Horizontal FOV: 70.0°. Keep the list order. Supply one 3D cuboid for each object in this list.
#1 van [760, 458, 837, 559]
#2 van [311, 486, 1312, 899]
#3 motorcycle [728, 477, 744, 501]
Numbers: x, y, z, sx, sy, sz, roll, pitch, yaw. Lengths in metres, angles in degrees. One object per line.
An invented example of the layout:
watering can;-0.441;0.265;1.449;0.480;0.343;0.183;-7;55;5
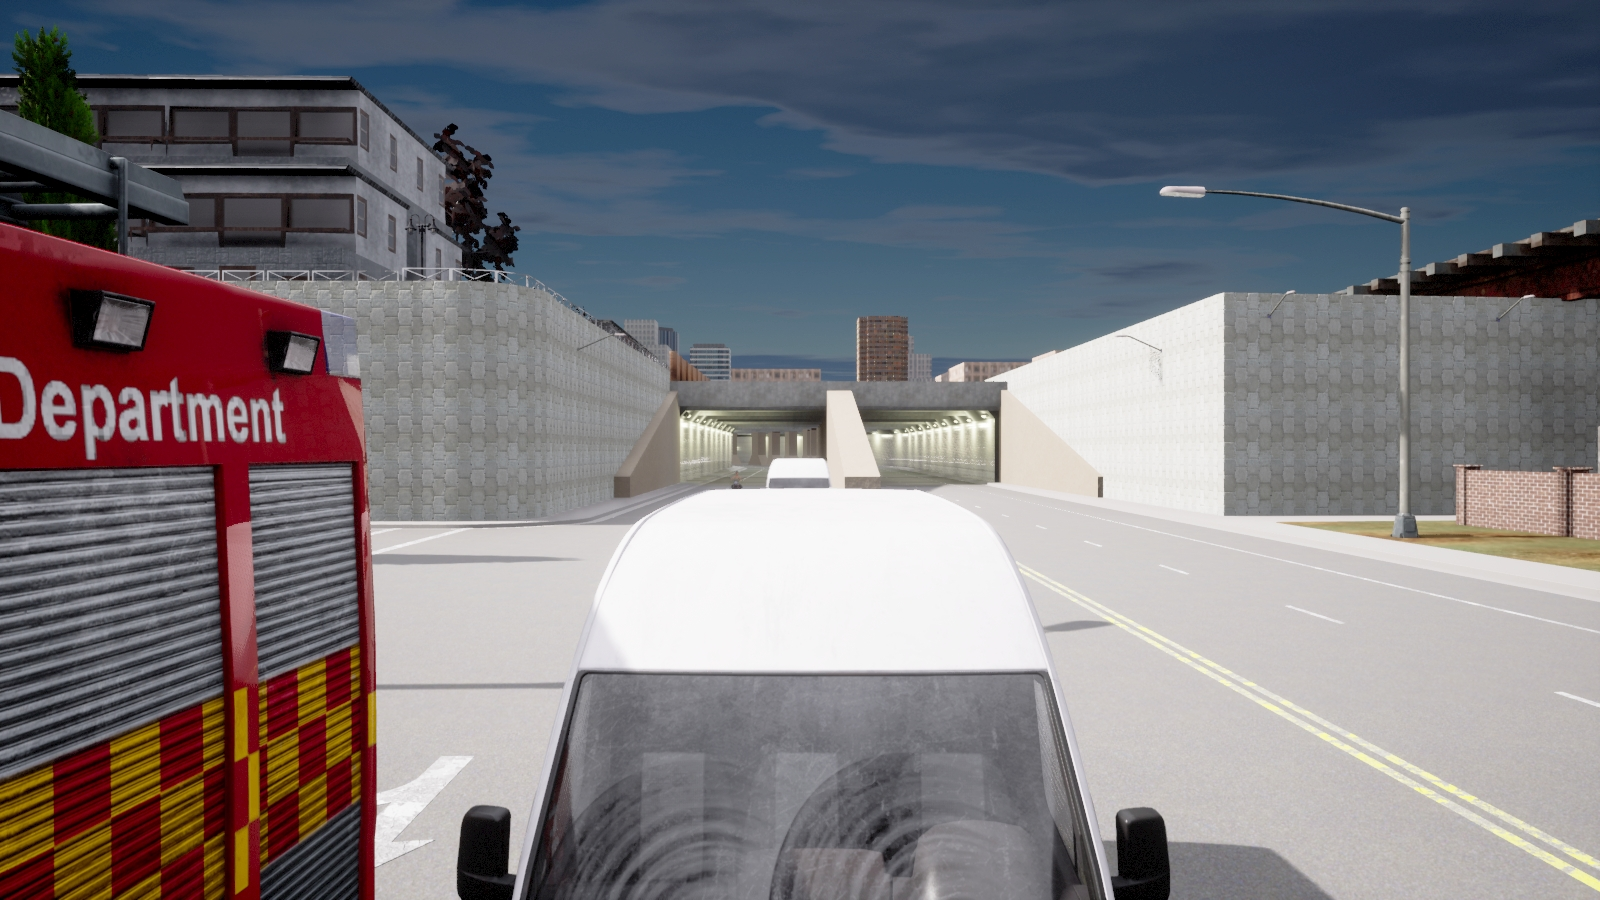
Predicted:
van;-0.032;1.534;32.334;1.988;2.561;5.915;0;0;0
van;0.047;1.535;5.225;1.988;2.561;5.915;0;0;1
motorcycle;-3.549;2.170;63.653;0.764;1.277;2.356;0;0;0
